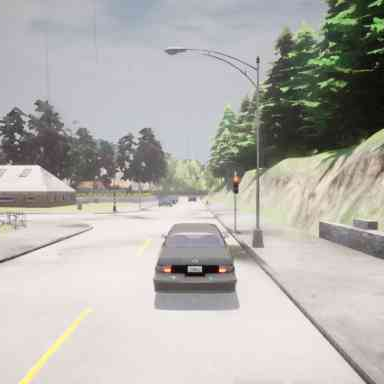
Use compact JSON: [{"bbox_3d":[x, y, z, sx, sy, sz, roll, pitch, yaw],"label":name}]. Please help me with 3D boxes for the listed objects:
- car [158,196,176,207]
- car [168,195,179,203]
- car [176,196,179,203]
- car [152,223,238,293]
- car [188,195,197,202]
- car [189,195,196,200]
[{"bbox_3d":[-4.015,1.564,51.098,1.994,1.385,4.181,0,0,0],"label":"car"},{"bbox_3d":[-3.888,1.525,71.193,2.128,1.511,4.902,0,0,0],"label":"car"},{"bbox_3d":[-3.970,1.477,61.101,1.882,1.535,5.008,0,0,1],"label":"car"},{"bbox_3d":[0.073,1.547,8.975,2.033,1.411,5.357,0,0,0],"label":"car"},{"bbox_3d":[0.119,1.515,75.728,2.128,1.511,4.902,0,0,0],"label":"car"},{"bbox_3d":[0.135,1.407,86.088,1.812,1.442,4.674,0,0,0],"label":"car"}]
